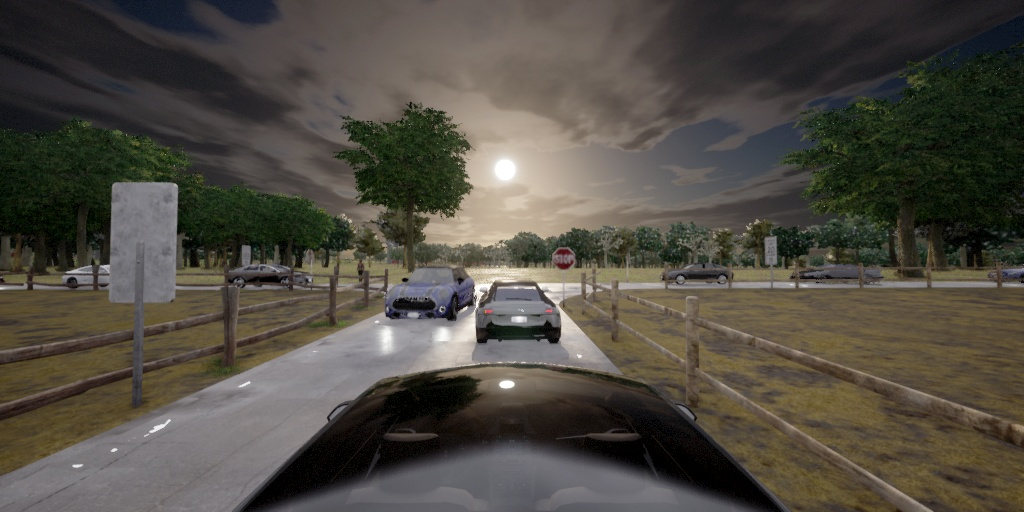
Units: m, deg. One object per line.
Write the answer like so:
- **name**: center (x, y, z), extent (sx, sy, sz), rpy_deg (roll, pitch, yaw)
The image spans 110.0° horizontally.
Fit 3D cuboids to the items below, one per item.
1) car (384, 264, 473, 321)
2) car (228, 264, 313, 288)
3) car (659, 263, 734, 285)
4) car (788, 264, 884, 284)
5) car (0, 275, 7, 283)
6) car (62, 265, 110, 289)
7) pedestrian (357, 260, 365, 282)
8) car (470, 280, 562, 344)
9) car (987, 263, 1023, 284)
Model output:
- **car**: center (-2.659, 1.119, 12.574), extent (2.097, 1.767, 4.553), rpy_deg (0, 0, 5)
- **car**: center (-15.242, 1.259, 22.731), extent (4.902, 1.511, 2.128), rpy_deg (0, -1, 0)
- **car**: center (13.123, 1.261, 25.642), extent (4.892, 1.490, 1.837), rpy_deg (0, -1, 1)
- **car**: center (22.954, 1.252, 25.485), extent (5.357, 1.411, 2.033), rpy_deg (0, -2, 2)
- **car**: center (-35.811, 1.307, 22.730), extent (5.357, 1.411, 2.033), rpy_deg (0, -1, 0)
- **car**: center (-25.511, 1.289, 22.724), extent (4.674, 1.442, 1.812), rpy_deg (0, -1, 0)
- **pedestrian**: center (-12.125, 1.184, 28.712), extent (0.375, 1.860, 0.375), rpy_deg (0, -1, 0)
- **car**: center (0.083, 1.325, 9.656), extent (1.994, 1.385, 4.181), rpy_deg (0, 0, -2)
- **car**: center (35.593, 1.142, 24.263), extent (4.674, 1.442, 1.812), rpy_deg (0, -2, 10)
